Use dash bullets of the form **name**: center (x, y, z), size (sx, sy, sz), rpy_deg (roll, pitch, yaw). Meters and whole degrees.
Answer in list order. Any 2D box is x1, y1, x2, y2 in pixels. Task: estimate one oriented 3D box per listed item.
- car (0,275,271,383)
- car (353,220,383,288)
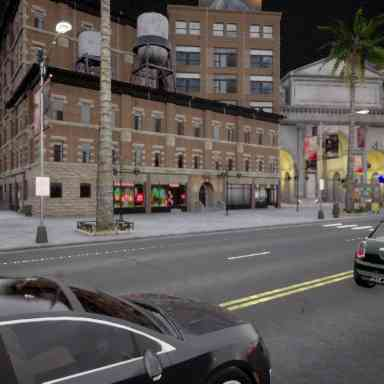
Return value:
- **car**: center (-1.428, 1.505, 2.720), size (4.892, 1.490, 1.837), rpy_deg (0, 0, -36)
- **car**: center (5.945, 1.352, 8.020), size (4.553, 1.767, 2.097), rpy_deg (0, 0, -35)
